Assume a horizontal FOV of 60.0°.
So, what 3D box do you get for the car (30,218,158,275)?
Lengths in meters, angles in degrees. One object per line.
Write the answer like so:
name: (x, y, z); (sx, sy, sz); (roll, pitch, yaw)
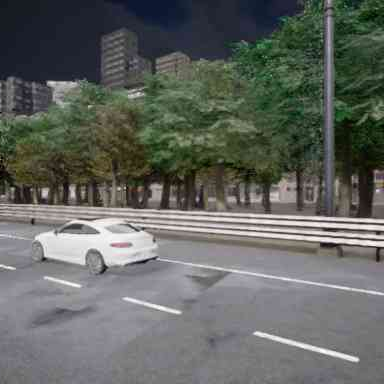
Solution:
car: (-3.145, 1.536, 10.406); (4.674, 1.442, 1.812); (0, 0, 35)
